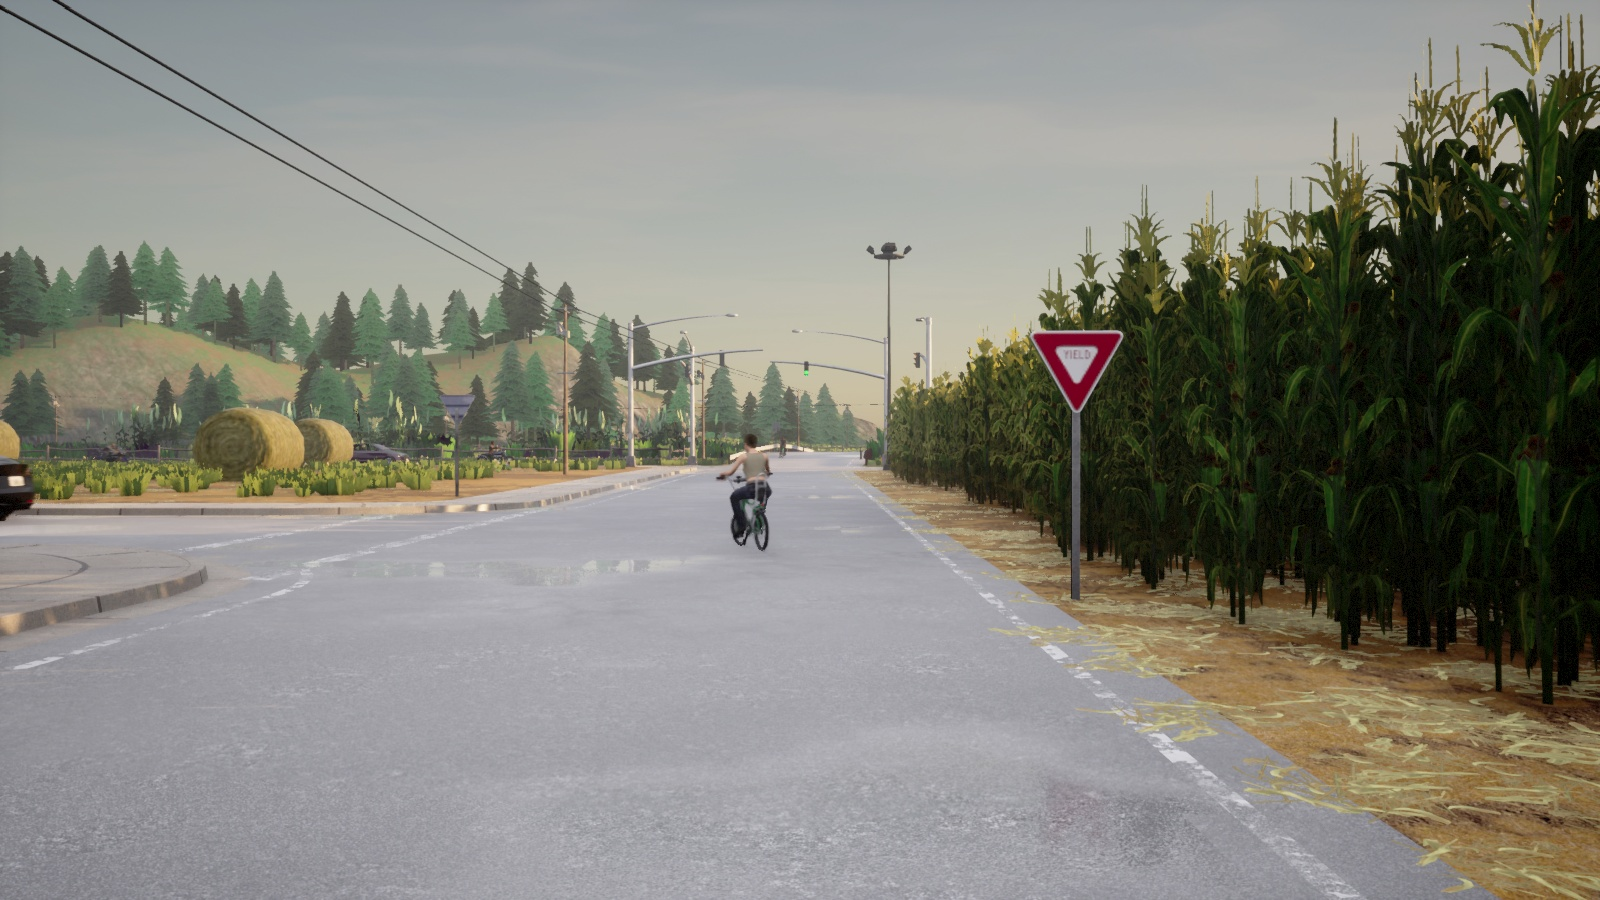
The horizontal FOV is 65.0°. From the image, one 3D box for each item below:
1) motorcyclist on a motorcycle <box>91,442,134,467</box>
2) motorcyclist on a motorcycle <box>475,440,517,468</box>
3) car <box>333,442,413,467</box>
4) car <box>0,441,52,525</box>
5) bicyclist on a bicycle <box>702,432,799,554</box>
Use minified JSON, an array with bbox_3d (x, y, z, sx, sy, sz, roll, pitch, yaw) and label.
[{"bbox_3d":[-42.141,0.278,76.993,2.191,1.530,0.866,0,0,3],"label":"motorcyclist on a motorcycle"},{"bbox_3d":[-18.294,0.220,75.628,2.350,1.649,0.766,0,0,3],"label":"motorcyclist on a motorcycle"},{"bbox_3d":[-25.853,0.275,76.062,4.193,1.474,1.816,0,0,3],"label":"car"},{"bbox_3d":[-16.546,0.578,22.664,4.792,1.488,2.163,0,0,0],"label":"car"},{"bbox_3d":[-0.715,0.579,17.575,0.866,1.612,1.509,-1,0,-21],"label":"bicyclist on a bicycle"}]
